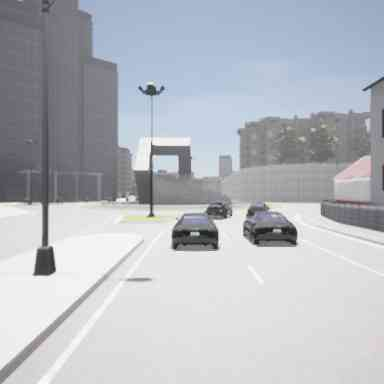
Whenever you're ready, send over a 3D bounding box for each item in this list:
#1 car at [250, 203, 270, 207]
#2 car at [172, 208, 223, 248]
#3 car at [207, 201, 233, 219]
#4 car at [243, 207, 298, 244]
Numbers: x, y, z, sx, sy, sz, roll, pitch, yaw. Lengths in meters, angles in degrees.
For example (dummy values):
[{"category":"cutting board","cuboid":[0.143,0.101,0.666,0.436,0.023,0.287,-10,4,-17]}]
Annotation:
[{"category":"car","cuboid":[6.438,1.705,31.548,1.994,1.385,4.181,0,0,18]},{"category":"car","cuboid":[0.162,1.632,15.145,1.994,1.385,4.181,0,0,1]},{"category":"car","cuboid":[2.653,1.644,31.102,1.837,1.490,4.892,0,0,17]},{"category":"car","cuboid":[3.675,1.637,16.206,1.994,1.385,4.181,0,0,1]}]
